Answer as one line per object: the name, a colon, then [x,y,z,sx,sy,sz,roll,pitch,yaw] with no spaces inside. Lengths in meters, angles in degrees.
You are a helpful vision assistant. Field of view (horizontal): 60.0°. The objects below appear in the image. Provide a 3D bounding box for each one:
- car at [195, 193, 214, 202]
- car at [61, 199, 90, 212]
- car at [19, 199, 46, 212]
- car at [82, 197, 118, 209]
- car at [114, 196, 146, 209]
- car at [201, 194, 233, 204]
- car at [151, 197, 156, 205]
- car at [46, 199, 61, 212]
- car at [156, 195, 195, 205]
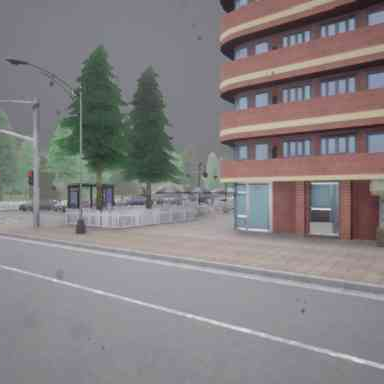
car: [1.626,1.172,59.661,5.566,2.045,2.150,0,0,-34]
car: [-10.967,1.513,34.798,1.994,1.385,4.181,0,0,35]
car: [-17.424,1.514,38.082,1.994,1.385,4.181,0,0,36]
car: [-12.394,1.476,45.054,1.812,1.442,4.674,0,0,37]
car: [-8.170,1.302,44.820,2.097,1.767,4.553,0,0,38]
car: [4.478,1.441,52.922,4.902,1.511,2.128,0,0,-37]
car: [-6.244,1.476,52.717,1.812,1.442,4.674,0,0,42]
car: [-13.506,1.476,37.567,1.812,1.442,4.674,0,0,36]
car: [-2.487,1.497,51.920,5.357,1.411,2.033,0,0,-45]
